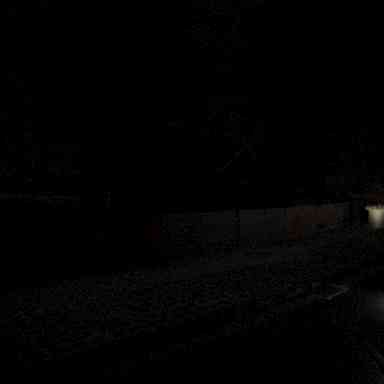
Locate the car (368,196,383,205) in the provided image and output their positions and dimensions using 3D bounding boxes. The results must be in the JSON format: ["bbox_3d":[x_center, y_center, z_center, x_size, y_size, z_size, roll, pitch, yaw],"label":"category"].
[{"bbox_3d":[31.026,1.471,55.544,1.812,1.442,4.674,0,0,7],"label":"car"}]
